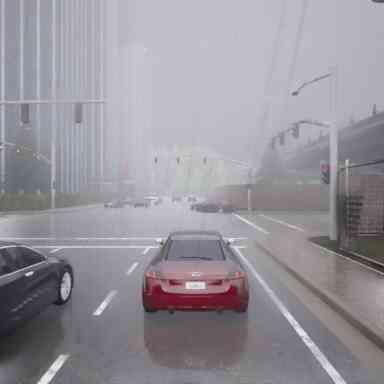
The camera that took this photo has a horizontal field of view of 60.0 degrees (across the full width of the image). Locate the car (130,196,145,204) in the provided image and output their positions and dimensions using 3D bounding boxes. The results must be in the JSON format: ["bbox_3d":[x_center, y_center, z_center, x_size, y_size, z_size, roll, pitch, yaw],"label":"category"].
[{"bbox_3d":[-10.543,1.547,64.908,2.033,1.411,5.357,0,0,1],"label":"car"}]

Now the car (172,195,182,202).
[{"bbox_3d":[-3.512,1.495,74.264,1.837,1.490,4.892,0,0,0],"label":"car"}]

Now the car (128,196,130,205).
[{"bbox_3d":[-10.593,1.505,54.592,1.837,1.490,4.892,0,0,0],"label":"car"}]

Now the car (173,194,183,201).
[{"bbox_3d":[-3.514,1.386,84.688,2.128,1.511,4.902,0,0,0],"label":"car"}]

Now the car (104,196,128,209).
[{"bbox_3d":[-10.600,1.492,45.348,2.128,1.511,4.902,0,0,0],"label":"car"}]

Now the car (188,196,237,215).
[{"bbox_3d":[2.225,1.504,34.600,5.008,1.535,1.882,1,1,34],"label":"car"}]

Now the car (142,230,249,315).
[{"bbox_3d":[0.070,1.564,7.673,1.994,1.385,4.181,0,0,0],"label":"car"}]

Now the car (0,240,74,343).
[{"bbox_3d":[-3.443,1.505,5.217,1.837,1.490,4.892,0,0,0],"label":"car"}]

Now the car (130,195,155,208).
[{"bbox_3d":[-7.096,1.547,47.973,2.033,1.411,5.357,0,0,0],"label":"car"}]

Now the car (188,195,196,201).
[{"bbox_3d":[-0.014,1.524,85.277,1.812,1.442,4.674,0,0,0],"label":"car"}]

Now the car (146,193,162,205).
[{"bbox_3d":[-7.084,1.221,58.163,2.150,2.045,5.566,0,0,1],"label":"car"}]
